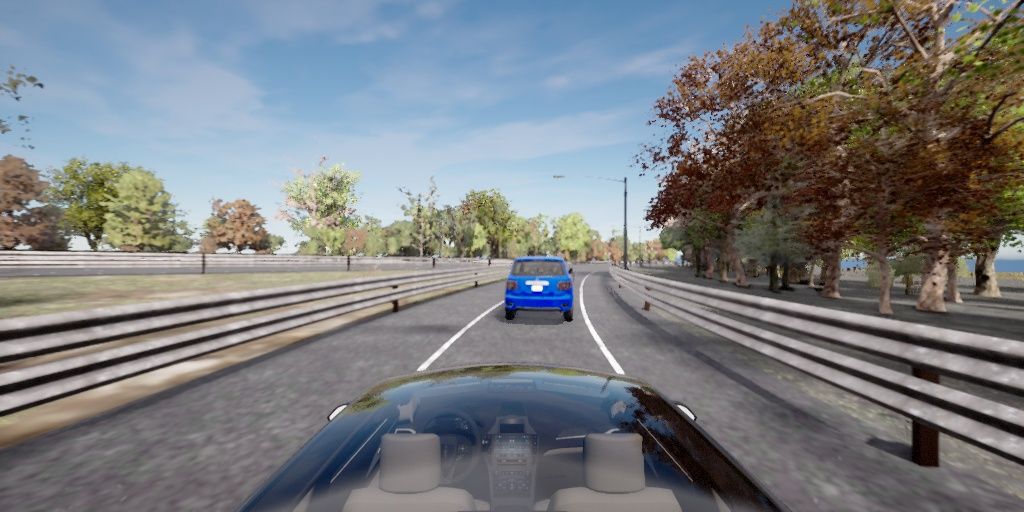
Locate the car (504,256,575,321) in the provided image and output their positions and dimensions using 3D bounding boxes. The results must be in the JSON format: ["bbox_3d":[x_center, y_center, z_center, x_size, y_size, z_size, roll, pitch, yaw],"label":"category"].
[{"bbox_3d":[1.075,1.034,13.035,2.150,2.045,5.566,0,0,7],"label":"car"}]

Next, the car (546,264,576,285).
[{"bbox_3d":[4.112,1.453,29.335,2.033,1.411,5.357,0,0,13],"label":"car"}]
